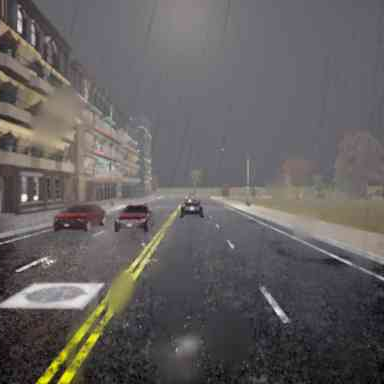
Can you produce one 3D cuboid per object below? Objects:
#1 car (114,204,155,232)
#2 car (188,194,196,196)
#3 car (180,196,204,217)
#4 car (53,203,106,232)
[{"bbox_3d":[-3.256,1.456,19.638,1.812,1.442,4.674,0,0,0],"label":"car"},{"bbox_3d":[0.083,1.352,48.619,2.033,1.411,5.357,0,0,0],"label":"car"},{"bbox_3d":[-0.009,1.384,29.939,2.163,1.488,4.792,0,0,0],"label":"car"},{"bbox_3d":[-6.506,1.435,19.722,1.882,1.535,5.008,0,0,0],"label":"car"}]
